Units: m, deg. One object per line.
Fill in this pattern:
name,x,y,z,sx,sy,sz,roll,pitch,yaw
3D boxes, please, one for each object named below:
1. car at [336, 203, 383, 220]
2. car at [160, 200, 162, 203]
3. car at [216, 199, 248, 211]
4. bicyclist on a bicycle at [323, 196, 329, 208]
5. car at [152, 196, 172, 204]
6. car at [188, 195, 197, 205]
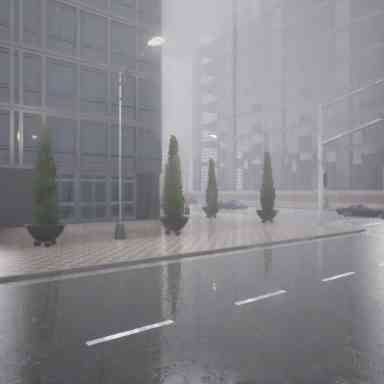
car,15.100,1.656,28.522,1.895,1.301,4.718,0,0,-41
car,-3.829,1.547,59.927,2.128,1.511,4.902,0,0,-36
car,4.895,1.581,41.832,1.812,1.442,4.674,0,0,-36
bicyclist on a bicycle,17.854,1.356,44.381,1.656,1.620,0.582,0,0,-36
car,-6.312,1.560,69.161,1.837,1.490,4.892,0,0,-36
car,-1.005,1.407,61.995,2.097,1.767,4.553,0,0,-36
